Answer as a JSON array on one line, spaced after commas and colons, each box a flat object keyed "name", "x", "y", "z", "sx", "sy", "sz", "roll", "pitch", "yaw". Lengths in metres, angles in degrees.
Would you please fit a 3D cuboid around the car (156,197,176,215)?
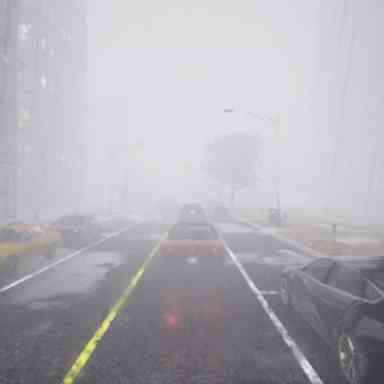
[{"name": "car", "x": -3.031, "y": 1.627, "z": 40.454, "sx": 2.150, "sy": 2.045, "sz": 5.566, "roll": 0, "pitch": -1, "yaw": 1}]

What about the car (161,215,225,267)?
[{"name": "car", "x": 0.042, "y": 1.715, "z": 11.805, "sx": 1.895, "sy": 1.301, "sz": 4.718, "roll": 0, "pitch": -1, "yaw": 1}]

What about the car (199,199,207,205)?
[{"name": "car", "x": 2.694, "y": 2.377, "z": 81.903, "sx": 1.752, "sy": 1.417, "sz": 4.829, "roll": 0, "pitch": -1, "yaw": 0}]

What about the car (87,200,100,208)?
[{"name": "car", "x": -16.423, "y": 1.857, "z": 51.266, "sx": 4.403, "sy": 1.369, "sz": 2.008, "roll": 1, "pitch": -1, "yaw": -1}]

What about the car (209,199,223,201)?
[{"name": "car", "x": 2.694, "y": 1.698, "z": 38.284, "sx": 2.192, "sy": 1.841, "sz": 5.009, "roll": 0, "pitch": -1, "yaw": 0}]

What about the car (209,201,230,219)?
[{"name": "car", "x": 2.694, "y": 1.892, "z": 32.758, "sx": 1.947, "sy": 1.339, "sz": 4.313, "roll": 0, "pitch": -1, "yaw": 0}]

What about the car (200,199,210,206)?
[{"name": "car", "x": 2.694, "y": 2.271, "z": 70.668, "sx": 1.887, "sy": 1.381, "sz": 4.507, "roll": 0, "pitch": -1, "yaw": 0}]

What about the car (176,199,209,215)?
[{"name": "car", "x": 0.048, "y": 1.622, "z": 27.347, "sx": 2.097, "sy": 1.767, "sz": 4.553, "roll": 0, "pitch": -1, "yaw": 0}]

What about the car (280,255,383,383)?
[{"name": "car", "x": 2.693, "y": 1.616, "z": 5.145, "sx": 1.947, "sy": 1.339, "sz": 4.313, "roll": 0, "pitch": -1, "yaw": 0}]

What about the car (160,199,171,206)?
[{"name": "car", "x": -5.686, "y": 2.277, "z": 70.668, "sx": 2.008, "sy": 1.369, "sz": 4.403, "roll": 0, "pitch": -1, "yaw": 0}]

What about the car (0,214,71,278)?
[{"name": "car", "x": -5.688, "y": 1.627, "z": 10.499, "sx": 1.752, "sy": 1.417, "sz": 4.829, "roll": 0, "pitch": -1, "yaw": 0}]

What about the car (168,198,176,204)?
[{"name": "car", "x": -5.686, "y": 2.416, "z": 92.799, "sx": 1.967, "sy": 1.590, "sz": 4.097, "roll": 0, "pitch": -1, "yaw": 0}]

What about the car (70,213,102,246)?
[{"name": "car", "x": -5.688, "y": 1.724, "z": 16.192, "sx": 1.947, "sy": 1.339, "sz": 4.313, "roll": 0, "pitch": -1, "yaw": 0}]

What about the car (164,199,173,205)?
[{"name": "car", "x": -5.686, "y": 2.400, "z": 81.733, "sx": 2.008, "sy": 1.369, "sz": 4.403, "roll": 0, "pitch": -1, "yaw": 0}]
